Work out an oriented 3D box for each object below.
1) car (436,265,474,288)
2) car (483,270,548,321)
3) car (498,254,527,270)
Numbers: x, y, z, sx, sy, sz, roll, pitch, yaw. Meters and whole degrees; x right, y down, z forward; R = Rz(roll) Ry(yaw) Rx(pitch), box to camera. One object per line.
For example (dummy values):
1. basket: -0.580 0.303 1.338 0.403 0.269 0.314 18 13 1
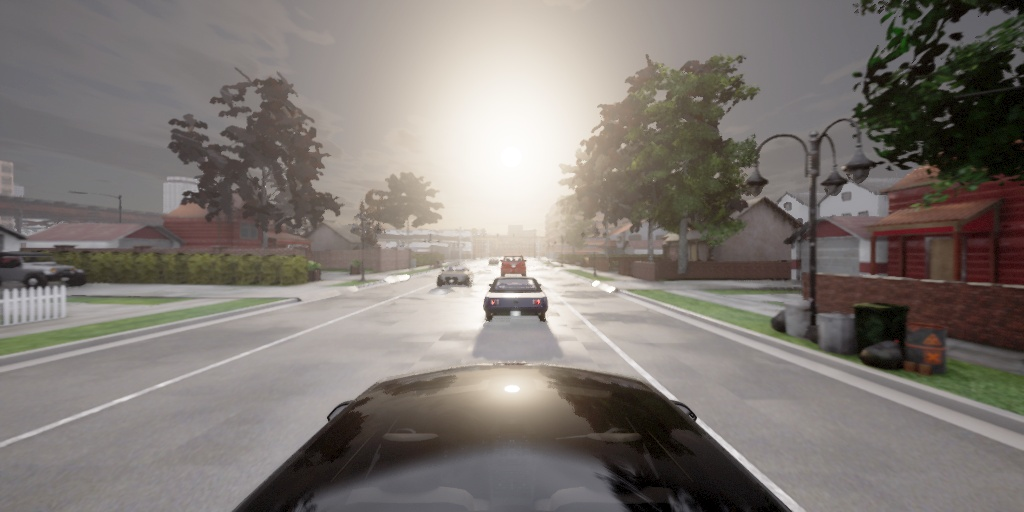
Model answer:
1. car: -3.578 1.267 23.202 1.994 1.385 4.181 0 0 0
2. car: 0.110 1.340 12.421 1.895 1.301 4.718 0 0 0
3. car: 0.128 0.882 31.394 2.150 2.045 5.566 0 0 0
